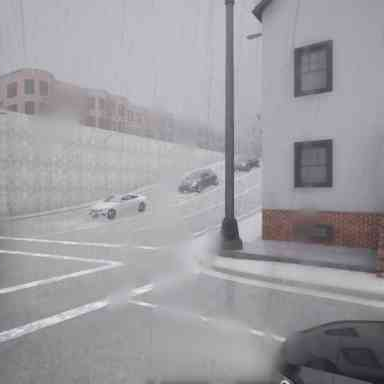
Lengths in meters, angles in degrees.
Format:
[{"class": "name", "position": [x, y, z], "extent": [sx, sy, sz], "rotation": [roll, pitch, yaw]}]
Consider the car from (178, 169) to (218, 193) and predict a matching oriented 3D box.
[{"class": "car", "position": [0.565, -1.125, 31.326], "extent": [2.097, 1.767, 4.553], "rotation": [0, 13, 34]}]

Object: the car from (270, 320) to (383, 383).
[{"class": "car", "position": [2.789, 1.526, 1.981], "extent": [4.674, 1.442, 1.812], "rotation": [0, 0, 36]}]

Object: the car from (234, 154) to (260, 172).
[{"class": "car", "position": [6.243, -3.501, 39.340], "extent": [2.097, 1.767, 4.553], "rotation": [0, 14, 35]}]

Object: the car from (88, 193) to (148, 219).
[{"class": "car", "position": [-5.057, 0.864, 23.298], "extent": [1.812, 1.442, 4.674], "rotation": [0, 7, 35]}]
